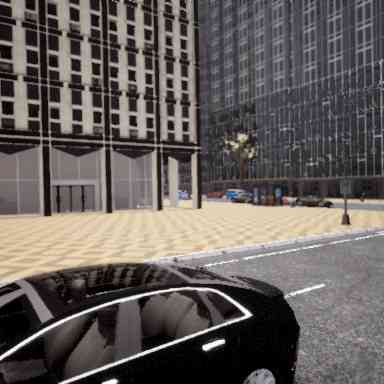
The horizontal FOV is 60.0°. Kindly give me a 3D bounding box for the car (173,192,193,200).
[{"bbox_3d":[-1.823,0.778,64.893,1.994,1.385,4.181,-2,2,-35],"label":"car"}]

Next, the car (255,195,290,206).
[{"bbox_3d":[10.491,1.063,42.154,1.802,1.307,4.206,-1,1,-35],"label":"car"}]

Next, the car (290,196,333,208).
[{"bbox_3d":[13.708,1.100,37.466,1.947,1.339,4.313,-1,1,-35],"label":"car"}]

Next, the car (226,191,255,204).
[{"bbox_3d":[7.309,0.992,46.863,1.947,1.339,4.313,-1,1,-35],"label":"car"}]

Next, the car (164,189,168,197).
[{"bbox_3d":[-5.140,0.198,79.704,2.192,1.841,5.009,-1,1,-35],"label":"car"}]

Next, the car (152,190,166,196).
[{"bbox_3d":[-8.370,0.268,84.381,1.967,1.590,4.097,-1,1,-35],"label":"car"}]

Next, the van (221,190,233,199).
[{"bbox_3d":[7.783,0.443,61.000,1.690,1.788,3.998,-1,1,-35],"label":"van"}]

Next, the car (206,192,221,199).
[{"bbox_3d":[4.555,0.630,65.680,1.802,1.307,4.206,-1,1,-35],"label":"car"}]

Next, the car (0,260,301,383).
[{"bbox_3d":[-1.069,1.499,2.921,4.892,1.490,1.837,0,0,-36],"label":"car"}]

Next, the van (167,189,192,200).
[{"bbox_3d":[-2.340,0.606,60.916,1.690,1.788,3.998,-1,1,-35],"label":"van"}]

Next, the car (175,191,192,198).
[{"bbox_3d":[-1.907,0.520,75.033,1.802,1.307,4.206,-1,1,-35],"label":"car"}]
